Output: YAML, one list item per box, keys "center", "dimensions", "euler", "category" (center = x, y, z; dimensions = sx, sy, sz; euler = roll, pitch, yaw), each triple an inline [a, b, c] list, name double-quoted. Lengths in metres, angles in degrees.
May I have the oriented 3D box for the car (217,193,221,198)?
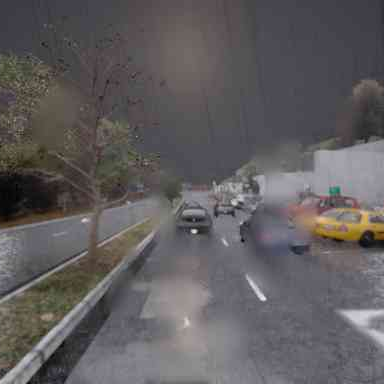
- center: [8.029, 1.582, 66.023]
  dimensions: [4.792, 1.488, 2.163]
  euler: [1, 1, -20]
  category: "car"

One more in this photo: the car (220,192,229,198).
- center: [8.035, 1.396, 54.006]
  dimensions: [5.566, 2.045, 2.435]
  euler: [1, 1, -20]
  category: "car"

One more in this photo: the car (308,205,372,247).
- center: [8.239, 1.524, 15.063]
  dimensions: [5.366, 1.575, 1.946]
  euler: [1, -1, -20]
  category: "car"

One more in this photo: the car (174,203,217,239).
- center: [0.093, 1.554, 17.575]
  dimensions: [1.837, 1.490, 4.892]
  euler: [0, 0, 0]
  category: "car"

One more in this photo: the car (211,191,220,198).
- center: [8.022, 1.262, 84.018]
  dimensions: [4.553, 1.767, 2.185]
  euler: [1, 0, -20]
  category: "car"

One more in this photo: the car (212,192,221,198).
- center: [8.026, 1.472, 78.029]
  dimensions: [4.792, 1.488, 2.163]
  euler: [1, 1, -20]
  category: "car"

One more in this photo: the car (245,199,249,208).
- center: [8.065, 1.673, 33.001]
  dimensions: [4.674, 1.452, 2.002]
  euler: [1, 0, -20]
  category: "car"

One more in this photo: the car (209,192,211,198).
- center: [8.042, 1.334, 89.993]
  dimensions: [4.892, 1.521, 2.231]
  euler: [1, 0, -20]
  category: "car"

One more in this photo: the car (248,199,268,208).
- center: [8.056, 1.615, 30.001]
  dimensions: [5.008, 1.535, 2.097]
  euler: [1, -1, -20]
  category: "car"

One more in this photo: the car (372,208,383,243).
- center: [8.095, 1.250, 9.013]
  dimensions: [5.566, 2.045, 2.435]
  euler: [1, -1, -20]
  category: "car"

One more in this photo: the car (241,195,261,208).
- center: [8.093, 1.523, 36.013]
  dimensions: [4.553, 1.767, 2.185]
  euler: [1, 0, -20]
  category: "car"

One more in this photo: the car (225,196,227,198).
- center: [7.887, 1.661, 47.953]
  dimensions: [5.366, 1.575, 1.946]
  euler: [1, 0, -20]
  category: "car"

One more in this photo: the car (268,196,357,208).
- center: [8.044, 1.304, 20.983]
  dimensions: [5.566, 2.045, 2.435]
  euler: [1, 0, -20]
  category: "car"

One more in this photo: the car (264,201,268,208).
- center: [8.038, 1.603, 23.984]
  dimensions: [4.792, 1.488, 2.163]
  euler: [1, 0, -20]
  category: "car"

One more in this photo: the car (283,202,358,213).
- center: [7.891, 1.532, 17.929]
  dimensions: [5.366, 1.575, 1.946]
  euler: [1, 0, -20]
  category: "car"

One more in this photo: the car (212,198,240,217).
- center: [3.090, 1.638, 33.013]
  dimensions: [2.128, 1.511, 4.902]
  euler: [0, 0, 0]
  category: "car"

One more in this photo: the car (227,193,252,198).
- center: [8.088, 1.418, 45.025]
  dimensions: [5.566, 2.045, 2.435]
  euler: [1, 0, -20]
  category: "car"

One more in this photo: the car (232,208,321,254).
- center: [3.095, 1.578, 13.510]
  dimensions: [2.033, 1.411, 5.357]
  euler: [0, 0, 0]
  category: "car"

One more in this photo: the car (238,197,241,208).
- center: [8.063, 1.703, 39.001]
  dimensions: [4.674, 1.452, 2.002]
  euler: [1, 0, -20]
  category: "car"

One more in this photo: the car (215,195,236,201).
- center: [8.046, 1.455, 81.047]
  dimensions: [4.674, 1.452, 2.002]
  euler: [1, 0, -20]
  category: "car"

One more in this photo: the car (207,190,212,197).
- center: [8.026, 1.055, 92.960]
  dimensions: [5.566, 2.045, 2.435]
  euler: [1, 1, -20]
  category: "car"
